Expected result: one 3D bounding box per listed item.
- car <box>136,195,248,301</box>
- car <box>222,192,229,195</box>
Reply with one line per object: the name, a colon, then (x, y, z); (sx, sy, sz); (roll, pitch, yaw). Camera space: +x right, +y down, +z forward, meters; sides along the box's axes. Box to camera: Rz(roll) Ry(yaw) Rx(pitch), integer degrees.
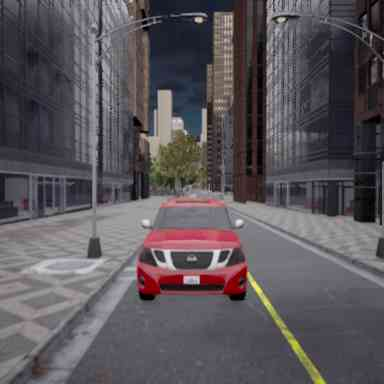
car: (0.021, 1.216, 8.676); (2.150, 2.045, 5.566); (0, 0, 1)
car: (3.170, 1.296, 42.897); (2.097, 1.767, 4.553); (0, 0, 0)
